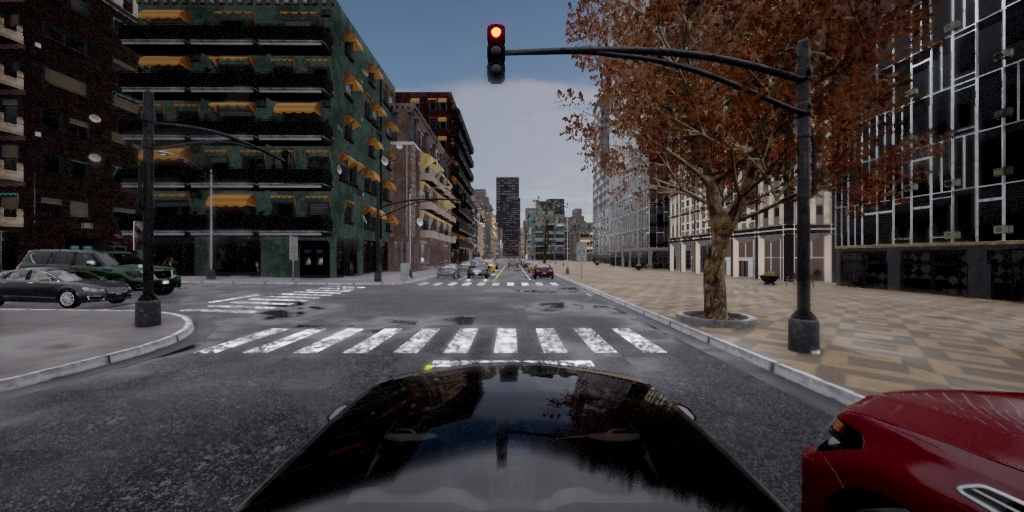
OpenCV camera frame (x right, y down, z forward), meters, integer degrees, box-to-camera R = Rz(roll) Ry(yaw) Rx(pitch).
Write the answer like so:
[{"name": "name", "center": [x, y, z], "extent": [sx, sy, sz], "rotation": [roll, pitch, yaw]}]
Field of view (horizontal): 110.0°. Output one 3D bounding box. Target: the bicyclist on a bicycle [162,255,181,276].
[{"name": "bicyclist on a bicycle", "center": [-23.133, 0.761, 24.218], "extent": [0.582, 1.620, 1.656], "rotation": [1, 0, 0]}]

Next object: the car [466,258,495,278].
[{"name": "car", "center": [-3.043, 1.255, 33.632], "extent": [2.128, 1.511, 4.902], "rotation": [0, 0, 1]}]

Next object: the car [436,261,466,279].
[{"name": "car", "center": [-5.641, 1.313, 32.346], "extent": [2.007, 1.370, 4.403], "rotation": [0, 0, 0]}]

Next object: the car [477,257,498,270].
[{"name": "car", "center": [-3.036, 1.250, 43.003], "extent": [1.882, 1.535, 5.008], "rotation": [0, 0, 0]}]

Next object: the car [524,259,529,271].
[{"name": "car", "center": [2.757, 1.298, 43.568], "extent": [1.751, 1.417, 4.829], "rotation": [0, 0, 0]}]

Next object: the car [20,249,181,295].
[{"name": "car", "center": [-17.766, 0.747, 15.530], "extent": [5.566, 2.045, 2.150], "rotation": [1, 0, 0]}]

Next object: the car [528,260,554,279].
[{"name": "car", "center": [2.739, 1.307, 32.333], "extent": [1.888, 1.381, 4.507], "rotation": [0, 0, 0]}]

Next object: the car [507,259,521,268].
[{"name": "car", "center": [0.199, 1.289, 63.479], "extent": [2.128, 1.511, 4.902], "rotation": [0, 0, 0]}]

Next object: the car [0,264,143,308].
[{"name": "car", "center": [-16.417, 1.091, 12.947], "extent": [4.403, 1.370, 2.007], "rotation": [0, 0, 0]}]

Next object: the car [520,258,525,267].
[{"name": "car", "center": [2.783, 1.375, 59.995], "extent": [1.802, 1.307, 4.207], "rotation": [0, 0, 0]}]
